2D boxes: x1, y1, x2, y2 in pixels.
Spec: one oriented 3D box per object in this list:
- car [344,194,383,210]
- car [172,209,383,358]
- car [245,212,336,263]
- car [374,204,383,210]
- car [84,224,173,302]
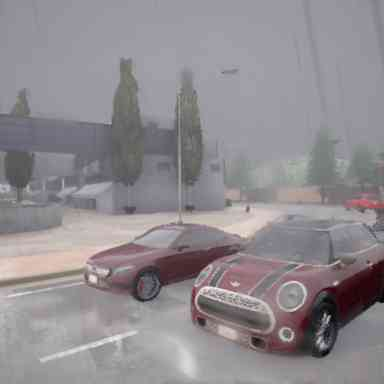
[{"bbox_3d":[19.337,1.252,37.687,2.150,2.045,5.566,0,0,1],"label":"car"},{"bbox_3d":[2.085,1.367,6.249,4.553,1.767,2.097,0,0,-45],"label":"car"},{"bbox_3d":[3.973,1.596,12.981,1.994,1.385,4.181,-1,0,38],"label":"car"},{"bbox_3d":[11.401,1.566,18.468,1.994,1.385,4.181,-1,0,28],"label":"car"},{"bbox_3d":[-0.423,1.570,8.645,4.674,1.442,1.812,0,0,-44],"label":"car"}]
